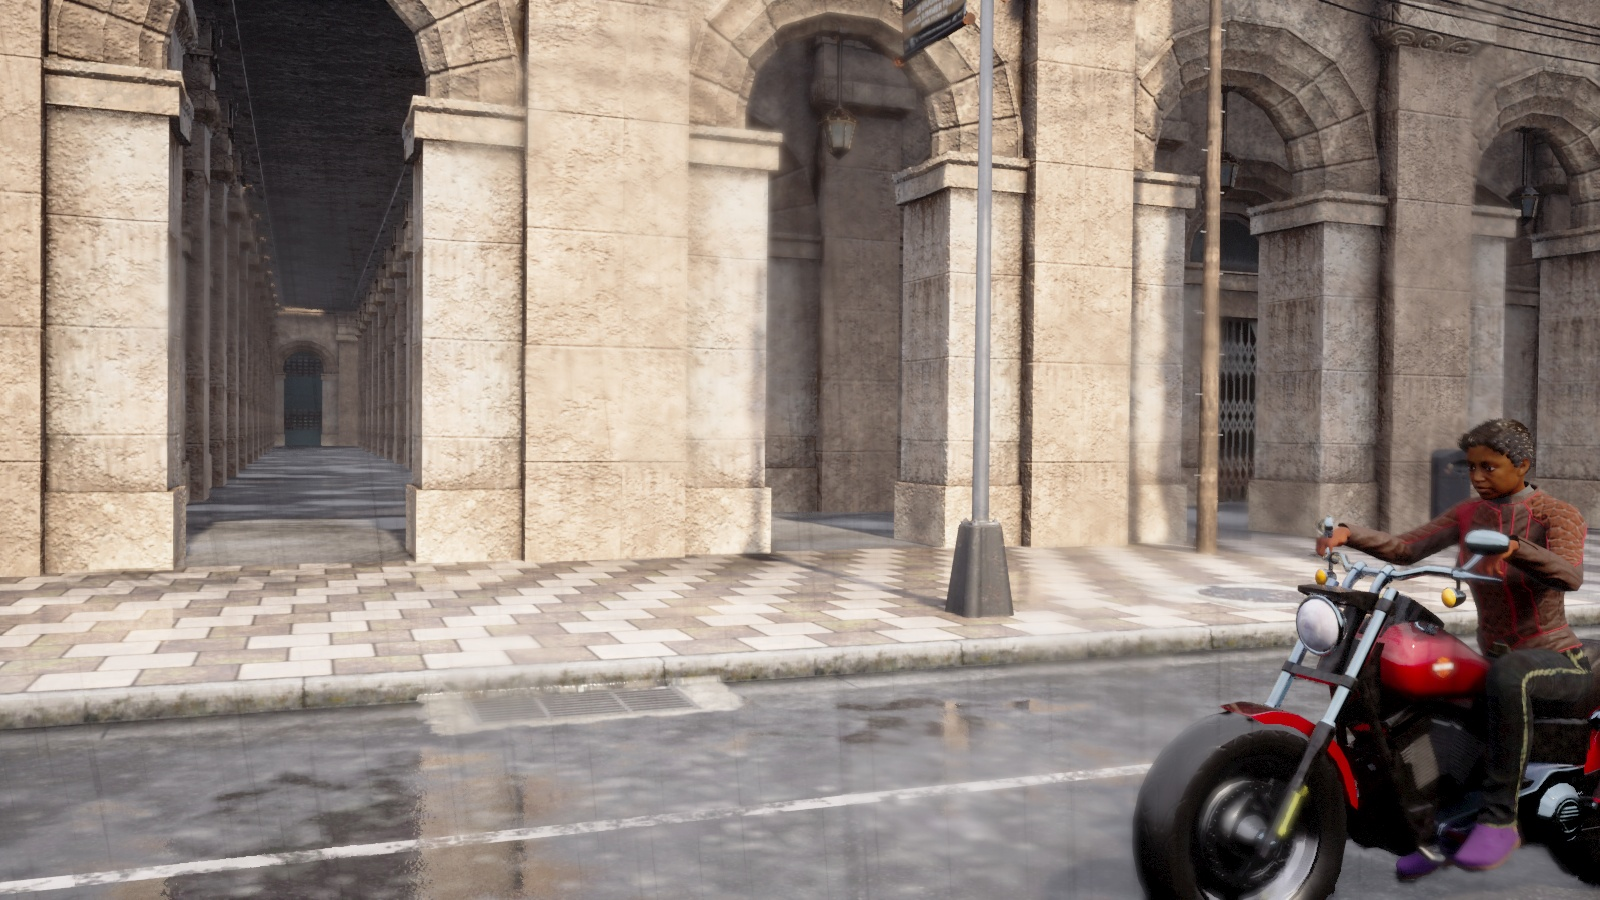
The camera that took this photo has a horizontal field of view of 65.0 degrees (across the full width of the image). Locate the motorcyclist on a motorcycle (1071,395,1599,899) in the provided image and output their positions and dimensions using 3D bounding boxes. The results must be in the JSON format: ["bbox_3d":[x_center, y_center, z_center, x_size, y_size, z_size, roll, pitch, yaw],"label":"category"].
[{"bbox_3d":[2.107,0.660,4.062,2.350,1.649,0.766,-1,1,-21],"label":"motorcyclist on a motorcycle"}]
